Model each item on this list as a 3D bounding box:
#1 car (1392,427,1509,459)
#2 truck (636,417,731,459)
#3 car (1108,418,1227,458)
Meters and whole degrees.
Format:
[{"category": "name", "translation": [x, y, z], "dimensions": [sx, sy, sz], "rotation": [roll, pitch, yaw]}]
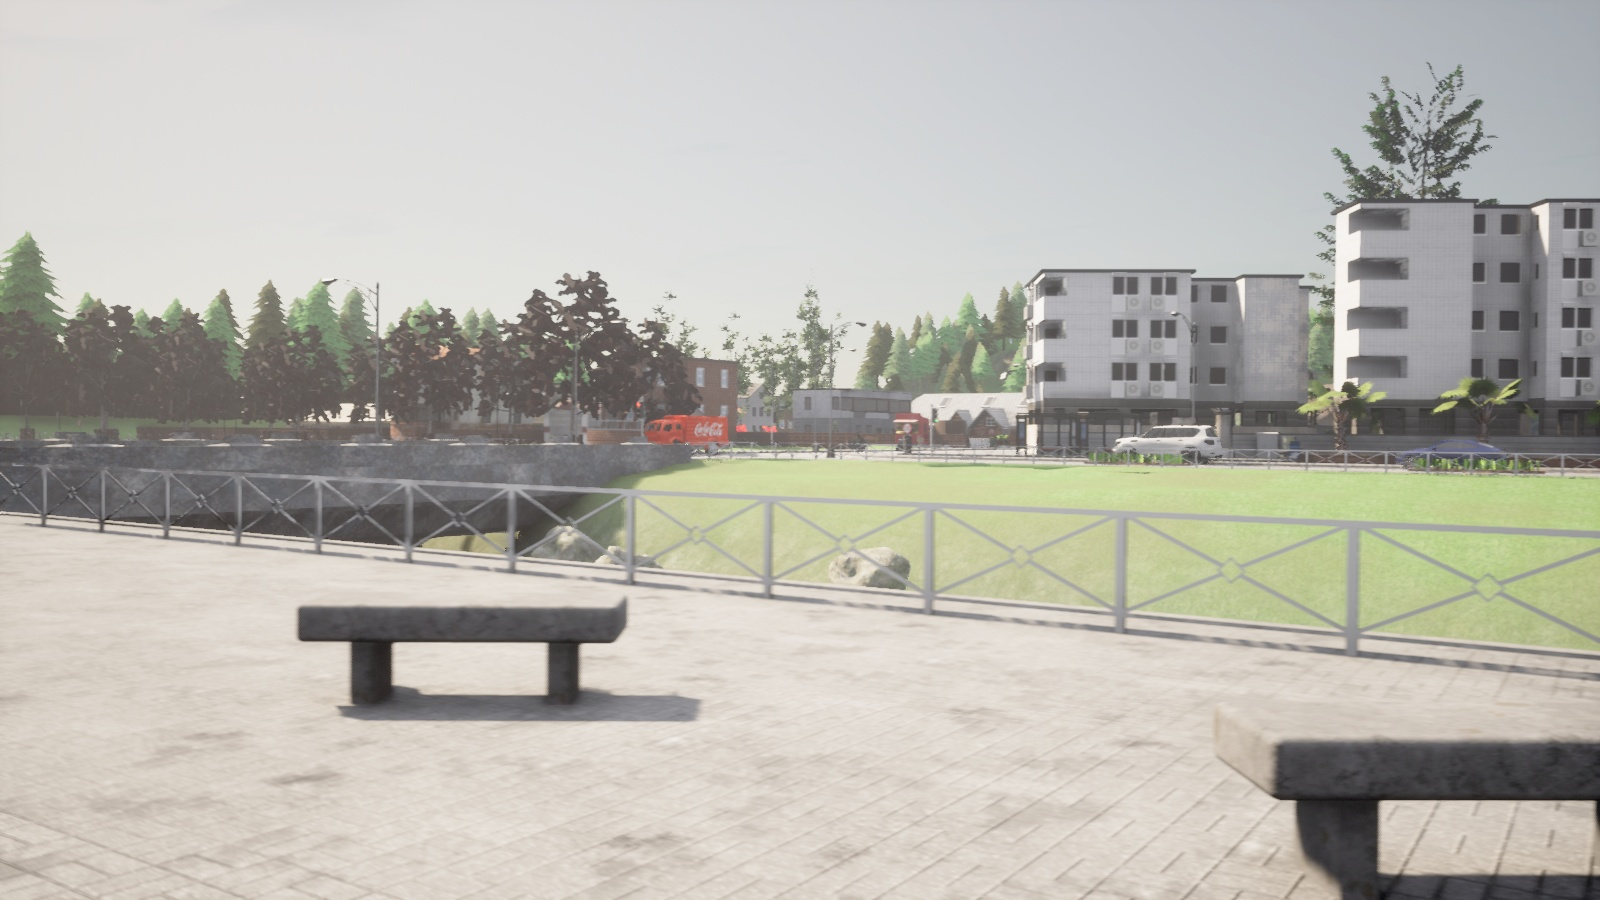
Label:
[{"category": "car", "translation": [30.156, -0.311, 58.273], "dimensions": [4.674, 1.442, 1.812], "rotation": [0, 1, 34]}, {"category": "truck", "translation": [-6.996, -0.728, 75.942], "dimensions": [2.627, 2.467, 5.204], "rotation": [0, 1, 44]}, {"category": "car", "translation": [19.147, -0.618, 65.584], "dimensions": [5.566, 2.045, 2.150], "rotation": [0, 1, 34]}]
